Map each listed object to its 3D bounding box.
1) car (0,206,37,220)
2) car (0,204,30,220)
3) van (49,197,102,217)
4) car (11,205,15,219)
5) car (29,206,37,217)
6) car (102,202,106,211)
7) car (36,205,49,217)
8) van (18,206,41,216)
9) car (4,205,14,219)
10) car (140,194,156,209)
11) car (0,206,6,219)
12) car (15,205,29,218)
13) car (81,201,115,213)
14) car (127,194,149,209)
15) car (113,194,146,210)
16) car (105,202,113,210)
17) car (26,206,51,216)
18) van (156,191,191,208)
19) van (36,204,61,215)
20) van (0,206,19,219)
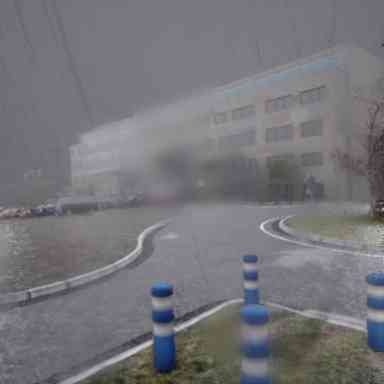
[{"bbox_3d":[-26.407,3.188,49.737,1.946,1.575,5.366,-6,-2,44],"label":"car"},{"bbox_3d":[-28.487,3.142,51.436,2.435,2.045,5.566,-6,-2,44],"label":"car"},{"bbox_3d":[-12.539,1.588,35.905,1.878,1.987,4.442,-5,-1,44],"label":"van"},{"bbox_3d":[-20.508,2.623,43.821,2.163,1.488,4.792,-6,-2,44],"label":"car"},{"bbox_3d":[-16.423,2.056,39.868,2.185,1.767,4.553,-6,-1,44],"label":"car"},{"bbox_3d":[-14.078,2.326,54.740,2.163,1.488,4.792,-6,-2,44],"label":"car"},{"bbox_3d":[-14.437,1.986,37.906,2.097,1.535,5.008,-5,-1,44],"label":"car"},{"bbox_3d":[-38.082,4.487,78.042,1.878,1.987,4.442,-6,-2,44],"label":"van"},{"bbox_3d":[-22.525,2.836,45.735,2.002,1.452,4.674,-6,-2,44],"label":"car"},{"bbox_3d":[-4.072,1.344,45.073,2.163,1.488,4.792,-5,-1,44],"label":"car"},{"bbox_3d":[-24.439,3.028,47.584,2.002,1.452,4.674,-6,-2,44],"label":"car"},{"bbox_3d":[-18.656,2.398,41.732,1.946,1.575,5.366,-6,-2,44],"label":"car"},{"bbox_3d":[-15.976,2.489,56.789,1.946,1.575,5.366,-6,-2,44],"label":"car"},{"bbox_3d":[-6.128,1.500,47.015,2.097,1.535,5.008,-6,-2,43],"label":"car"},{"bbox_3d":[-8.129,1.444,48.895,2.435,2.045,5.566,-6,-2,44],"label":"car"},{"bbox_3d":[-10.111,1.926,50.825,2.163,1.488,4.792,-6,-2,44],"label":"car"},{"bbox_3d":[-34.127,4.187,74.107,2.185,1.767,4.553,-6,-2,44],"label":"car"},{"bbox_3d":[-2.028,0.928,43.207,1.878,1.987,4.442,-5,-1,44],"label":"van"},{"bbox_3d":[-30.229,3.690,70.129,1.878,1.987,4.442,-6,-2,44],"label":"van"},{"bbox_3d":[-30.548,3.372,53.306,1.878,1.987,4.442,-6,-2,44],"label":"van"}]
